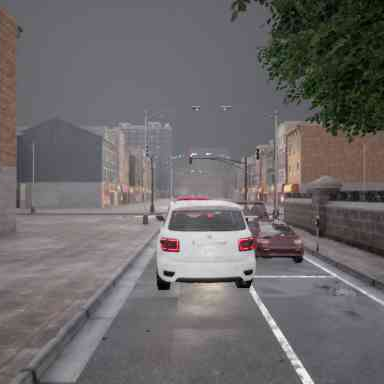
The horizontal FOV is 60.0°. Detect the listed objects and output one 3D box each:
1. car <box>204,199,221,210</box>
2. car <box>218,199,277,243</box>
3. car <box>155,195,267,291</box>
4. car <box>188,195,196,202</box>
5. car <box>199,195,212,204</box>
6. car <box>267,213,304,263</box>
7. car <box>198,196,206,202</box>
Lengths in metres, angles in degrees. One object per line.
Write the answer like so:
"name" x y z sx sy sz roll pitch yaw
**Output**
"car" 2.617 1.604 43.602 1.887 1.381 4.507 1 0 0
"car" 2.636 1.326 17.172 2.192 1.841 5.009 1 0 0
"car" 0.173 1.226 9.234 2.150 2.045 5.566 0 0 -4
"car" -0.052 1.552 83.791 2.097 1.767 4.553 0 0 0
"car" 2.605 1.439 65.352 2.192 1.841 5.009 1 0 0
"car" 2.636 1.588 11.723 1.802 1.307 4.206 1 0 0
"car" 2.590 1.763 87.101 2.008 1.369 4.403 0 0 0
